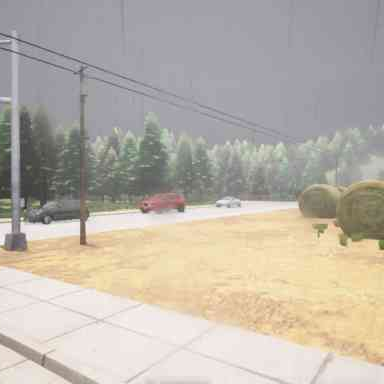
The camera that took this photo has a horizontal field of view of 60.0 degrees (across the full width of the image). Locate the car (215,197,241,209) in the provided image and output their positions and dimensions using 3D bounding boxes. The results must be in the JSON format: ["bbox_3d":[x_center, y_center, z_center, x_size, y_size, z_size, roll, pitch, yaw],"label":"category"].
[{"bbox_3d":[4.883,1.402,44.491,1.812,1.442,4.674,0,0,37],"label":"car"}]

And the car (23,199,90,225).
[{"bbox_3d":[-9.941,1.362,24.630,2.097,1.767,4.553,0,0,37],"label":"car"}]

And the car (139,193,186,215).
[{"bbox_3d":[-2.878,1.166,34.118,2.150,2.045,5.566,0,0,36],"label":"car"}]
